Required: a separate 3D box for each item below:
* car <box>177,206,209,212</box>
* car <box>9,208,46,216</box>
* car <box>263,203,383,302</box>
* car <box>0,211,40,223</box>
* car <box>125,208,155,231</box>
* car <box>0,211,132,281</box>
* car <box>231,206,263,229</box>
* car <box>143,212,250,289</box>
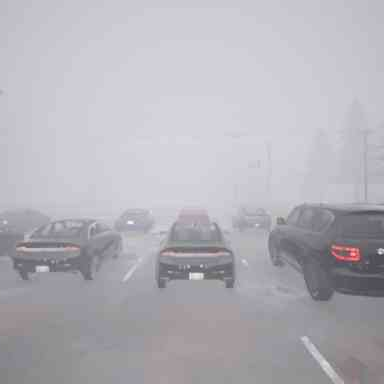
[{"bbox_3d":[0.076,1.609,20.772,1.882,1.535,5.008,0,0,0],"label":"car"},{"bbox_3d":[-10.423,1.694,20.663,1.994,1.385,4.181,0,0,0],"label":"car"},{"bbox_3d":[3.588,1.280,8.547,2.150,2.045,5.566,0,0,0],"label":"car"},{"bbox_3d":[-6.919,1.557,10.123,2.128,1.511,4.902,0,0,0],"label":"car"},{"bbox_3d":[-3.423,1.693,20.520,1.994,1.385,4.181,0,0,0],"label":"car"},{"bbox_3d":[-3.419,1.556,10.026,2.128,1.511,4.902,0,0,0],"label":"car"},{"bbox_3d":[3.576,1.621,20.577,2.128,1.511,4.902,0,0,0],"label":"car"},{"bbox_3d":[0.085,1.551,9.343,2.128,1.511,4.902,0,0,0],"label":"car"}]
